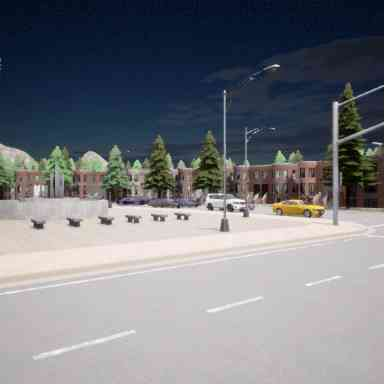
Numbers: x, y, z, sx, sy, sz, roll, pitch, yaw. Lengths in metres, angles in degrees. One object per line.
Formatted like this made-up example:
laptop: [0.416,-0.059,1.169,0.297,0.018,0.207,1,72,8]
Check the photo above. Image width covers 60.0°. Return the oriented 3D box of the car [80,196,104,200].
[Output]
car: [-19.465,1.491,63.871,4.902,1.511,2.128,0,0,7]

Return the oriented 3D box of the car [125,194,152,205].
car: [-9.853,1.352,61.166,4.553,1.767,2.097,0,0,21]

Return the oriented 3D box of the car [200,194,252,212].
car: [3.873,1.221,38.662,2.150,2.045,5.566,0,0,-39]

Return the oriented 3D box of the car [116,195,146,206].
car: [-9.769,1.601,53.511,4.718,1.301,1.895,0,0,24]

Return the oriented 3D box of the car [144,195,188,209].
car: [-3.618,1.547,45.888,5.357,1.411,2.033,0,0,36]

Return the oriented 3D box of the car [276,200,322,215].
car: [11.115,1.564,34.865,1.994,1.385,4.181,0,0,-37]

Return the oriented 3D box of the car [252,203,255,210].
car: [5.733,1.526,41.755,1.812,1.442,4.674,0,0,-41]

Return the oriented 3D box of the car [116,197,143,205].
car: [-10.816,1.563,57.818,4.181,1.385,1.994,0,0,21]

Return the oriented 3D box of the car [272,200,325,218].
car: [9.796,1.478,30.793,1.882,1.535,5.008,0,0,-37]

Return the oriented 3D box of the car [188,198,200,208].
car: [-1.200,1.547,48.426,5.357,1.411,2.033,0,0,37]

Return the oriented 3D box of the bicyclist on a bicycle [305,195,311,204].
bicyclist on a bicycle: [16.230,1.303,46.629,1.656,1.620,0.582,0,0,-37]

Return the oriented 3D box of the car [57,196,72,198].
car: [-23.756,1.505,60.729,4.892,1.490,1.837,0,0,5]
